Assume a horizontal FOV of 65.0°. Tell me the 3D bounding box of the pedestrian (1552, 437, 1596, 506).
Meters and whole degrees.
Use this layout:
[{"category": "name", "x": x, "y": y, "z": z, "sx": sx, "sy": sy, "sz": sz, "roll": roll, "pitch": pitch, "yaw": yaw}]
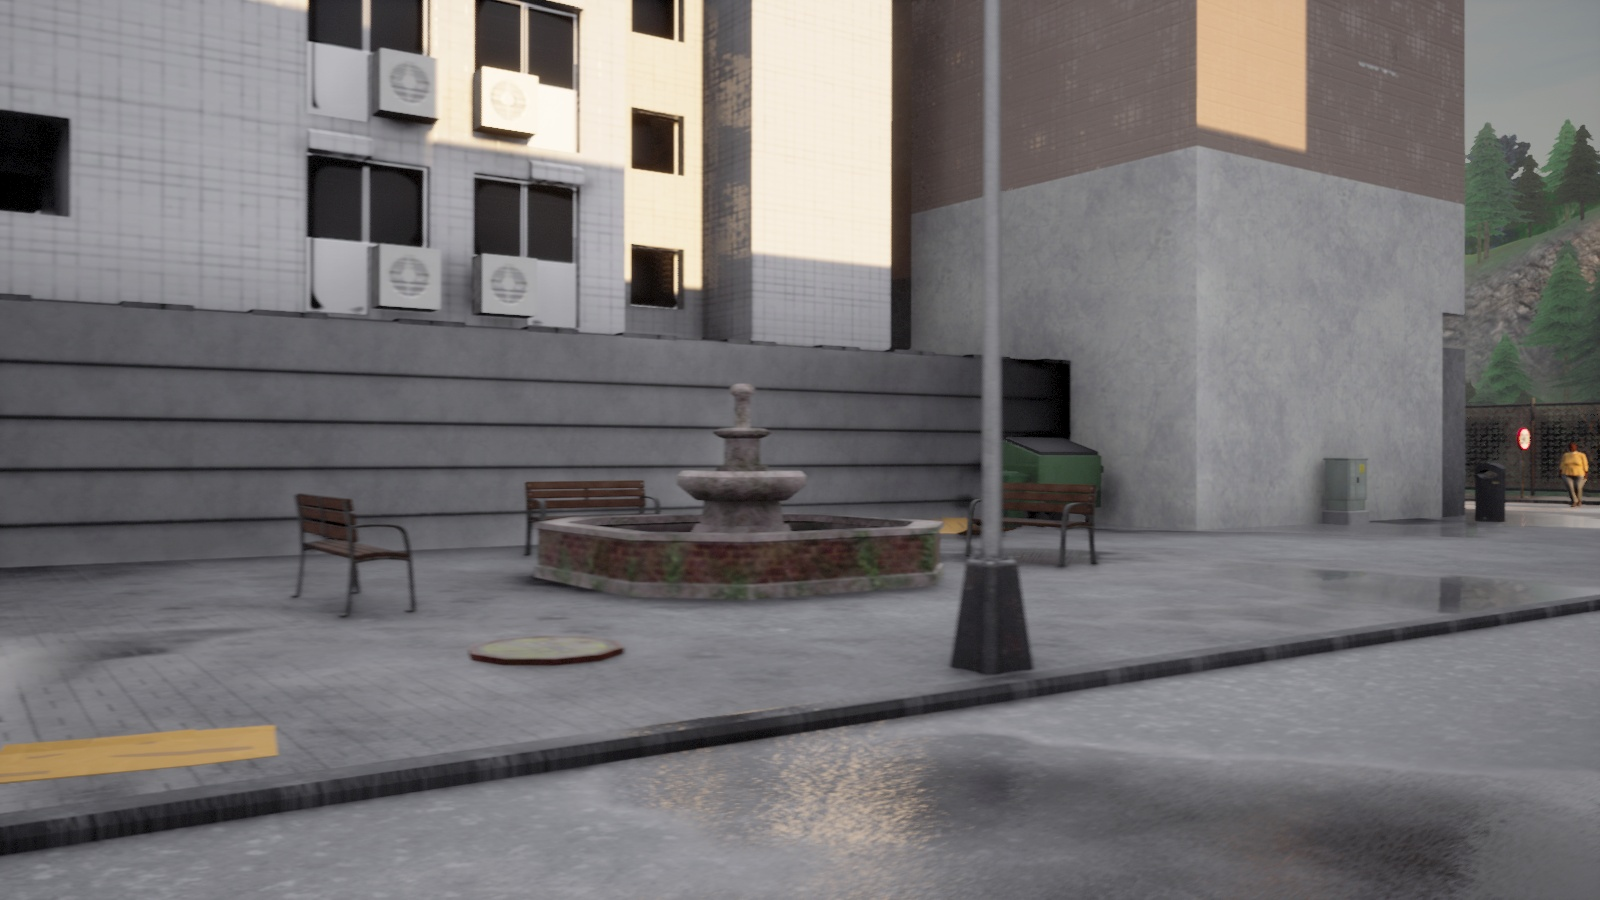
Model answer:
[{"category": "pedestrian", "x": 21.300, "y": 0.578, "z": 34.556, "sx": 0.874, "sy": 1.855, "sz": 0.900, "roll": 0, "pitch": 0, "yaw": 44}]
